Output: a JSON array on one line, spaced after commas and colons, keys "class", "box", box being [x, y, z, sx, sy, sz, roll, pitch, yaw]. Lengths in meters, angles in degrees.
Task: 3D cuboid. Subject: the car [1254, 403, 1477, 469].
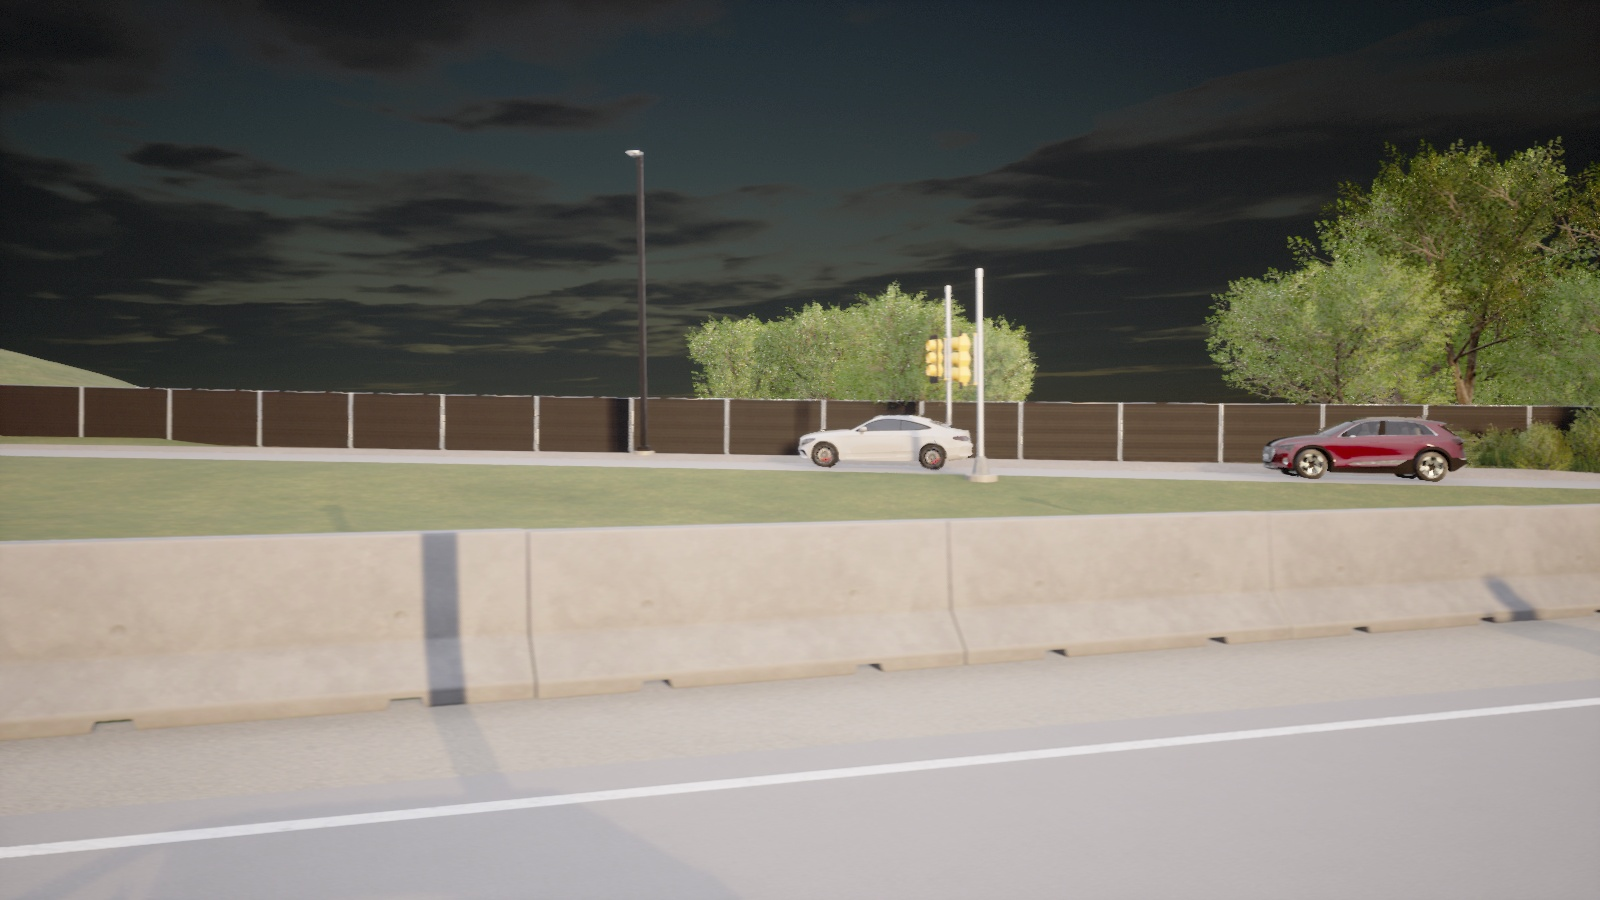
[{"class": "car", "box": [14.539, -0.375, 32.528, 4.856, 1.649, 2.033, 0, 2, 6]}]

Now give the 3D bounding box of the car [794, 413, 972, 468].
[{"class": "car", "box": [2.260, -0.278, 33.850, 4.674, 1.442, 1.812, 0, 2, 6]}]
